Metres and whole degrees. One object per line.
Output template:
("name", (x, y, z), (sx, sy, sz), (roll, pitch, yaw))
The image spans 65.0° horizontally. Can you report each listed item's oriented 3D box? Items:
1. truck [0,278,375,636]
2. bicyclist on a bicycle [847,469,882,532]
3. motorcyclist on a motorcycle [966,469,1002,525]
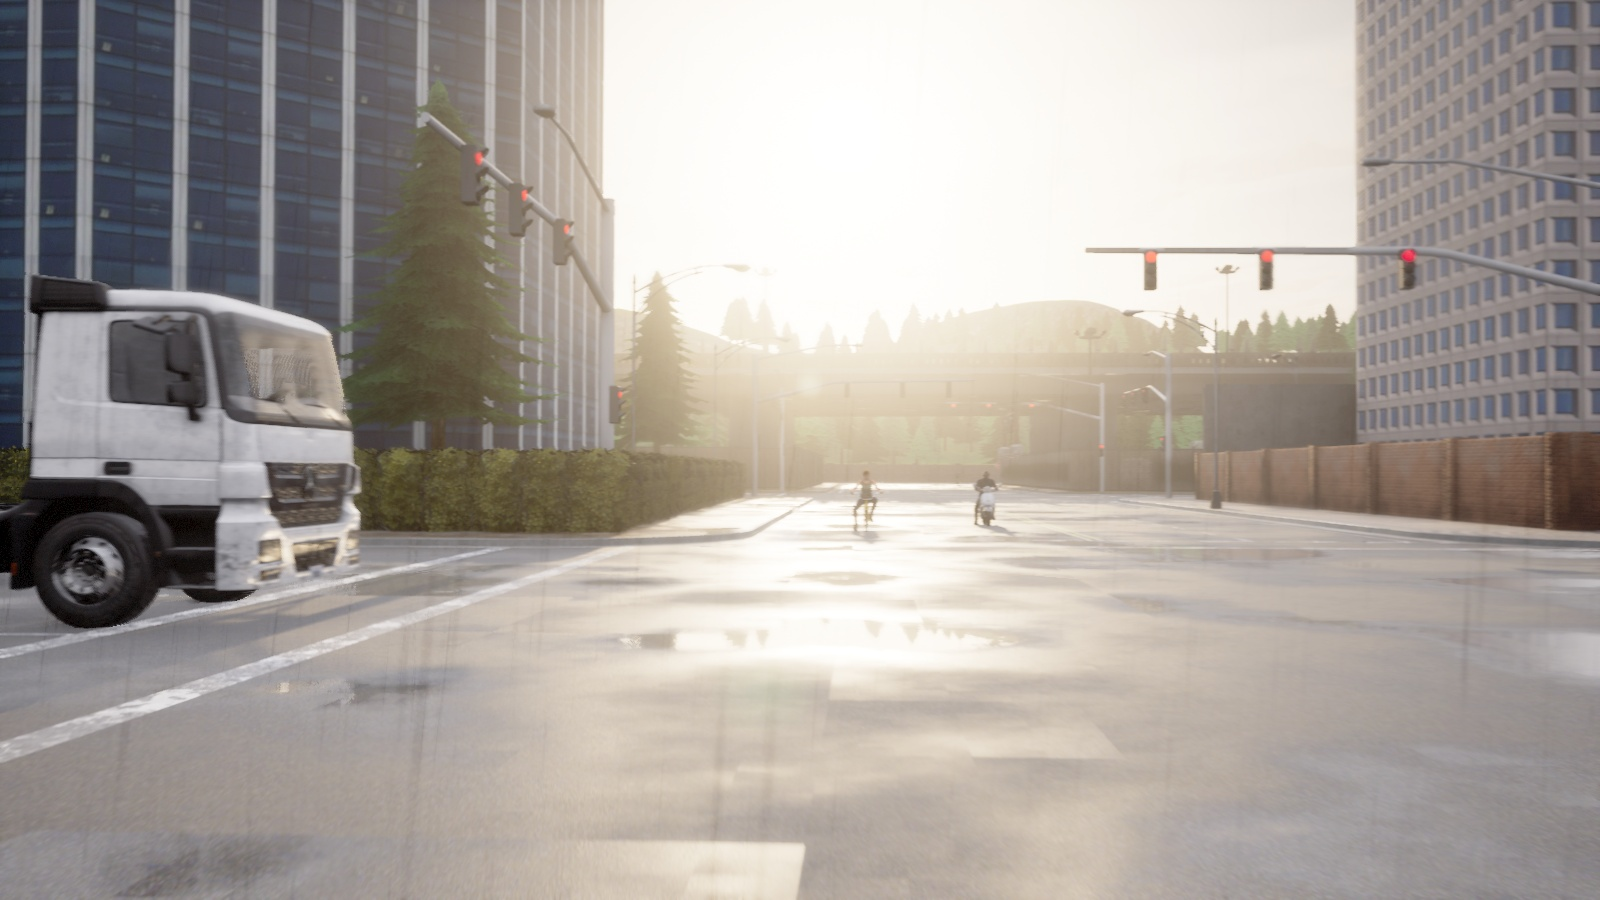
("truck", (-9.112, 0.105, 13.740), (7.936, 3.462, 2.891), (0, -1, 2))
("bicyclist on a bicycle", (1.677, 1.292, 32.745), (0.866, 1.612, 1.509), (0, -1, 3))
("motorcyclist on a motorcycle", (5.368, 1.359, 36.724), (0.866, 1.590, 1.817), (0, -1, 3))
